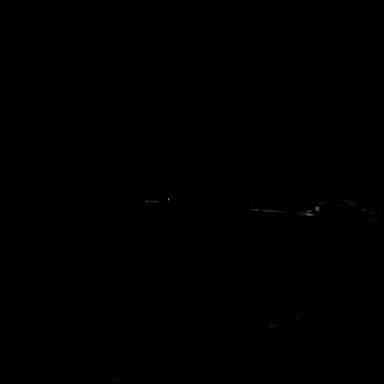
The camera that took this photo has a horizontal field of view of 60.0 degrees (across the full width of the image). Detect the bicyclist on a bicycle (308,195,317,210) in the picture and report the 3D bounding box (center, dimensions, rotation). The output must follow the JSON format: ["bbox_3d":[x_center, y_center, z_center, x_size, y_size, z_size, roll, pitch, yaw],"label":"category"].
[{"bbox_3d":[13.289,1.163,36.655,1.656,1.620,0.582,0,1,-35],"label":"bicyclist on a bicycle"}]

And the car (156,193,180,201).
[{"bbox_3d":[-3.779,0.845,55.728,1.994,1.385,4.181,1,1,-34],"label":"car"}]

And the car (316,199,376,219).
[{"bbox_3d":[12.511,1.306,27.345,1.812,1.442,4.674,1,1,-35],"label":"car"}]

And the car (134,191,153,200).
[{"bbox_3d":[-9.323,0.652,63.587,1.812,1.442,4.674,1,1,-35],"label":"car"}]

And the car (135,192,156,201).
[{"bbox_3d":[-7.852,0.751,56.652,2.033,1.411,5.357,1,0,-35],"label":"car"}]

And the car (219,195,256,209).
[{"bbox_3d":[5.133,1.061,37.900,2.128,1.511,4.902,1,1,-35],"label":"car"}]
